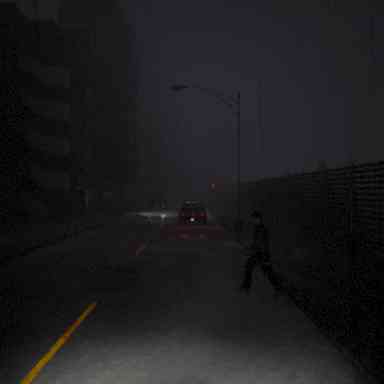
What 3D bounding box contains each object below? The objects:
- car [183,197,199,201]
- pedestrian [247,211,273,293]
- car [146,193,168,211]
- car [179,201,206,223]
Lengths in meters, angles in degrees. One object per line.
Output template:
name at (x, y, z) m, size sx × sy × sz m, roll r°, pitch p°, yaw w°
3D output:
car at (-0.085, 1.412, 41.375) m, size 2.128 × 1.511 × 4.902 m, roll 0°, pitch 0°, yaw -2°
pedestrian at (1.423, 1.280, 6.987) m, size 0.375 × 1.860 × 0.375 m, roll 0°, pitch 0°, yaw 0°
car at (-4.054, 1.151, 39.147) m, size 2.150 × 2.045 × 5.566 m, roll 0°, pitch 0°, yaw 0°
car at (0.054, 1.554, 24.659) m, size 1.895 × 1.301 × 4.718 m, roll 0°, pitch 0°, yaw 0°
